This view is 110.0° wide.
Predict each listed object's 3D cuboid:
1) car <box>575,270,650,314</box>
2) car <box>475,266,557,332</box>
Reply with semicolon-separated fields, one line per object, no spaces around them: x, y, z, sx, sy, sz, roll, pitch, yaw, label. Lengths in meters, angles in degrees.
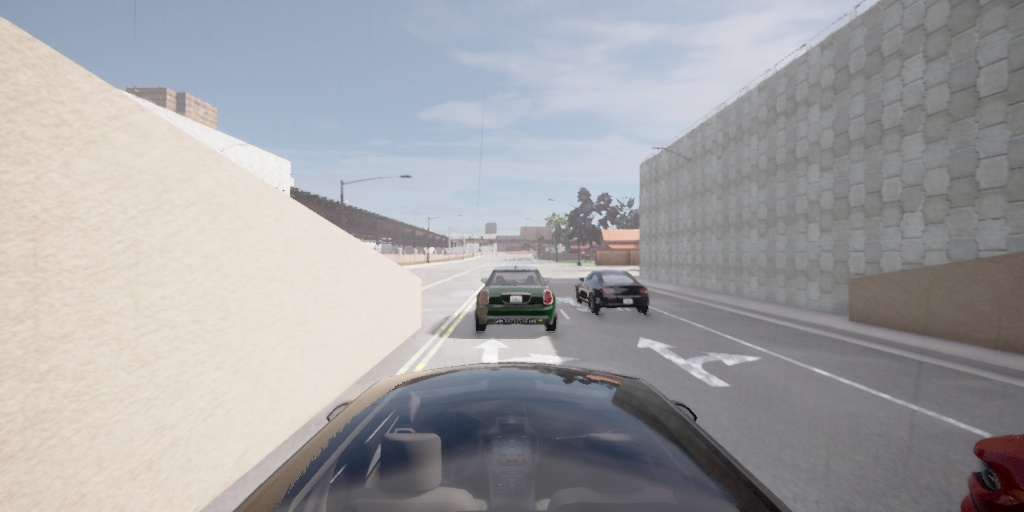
3.599;1.231;13.403;1.812;1.442;4.674;0;0;0;car
0.101;1.067;10.920;2.097;1.767;4.553;0;0;0;car
